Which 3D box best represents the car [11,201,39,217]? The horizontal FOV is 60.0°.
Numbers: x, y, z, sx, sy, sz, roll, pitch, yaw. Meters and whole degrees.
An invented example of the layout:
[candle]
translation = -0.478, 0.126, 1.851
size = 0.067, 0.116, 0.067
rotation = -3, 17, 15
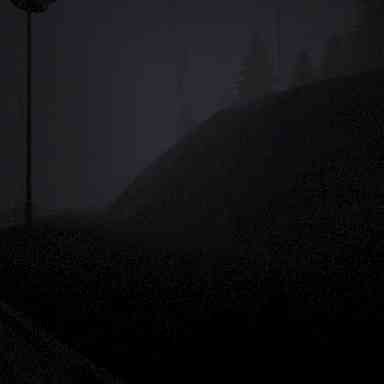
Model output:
[car]
translation = -19.330, 1.886, 38.642
size = 2.097, 1.767, 4.553
rotation = 0, -1, -14
